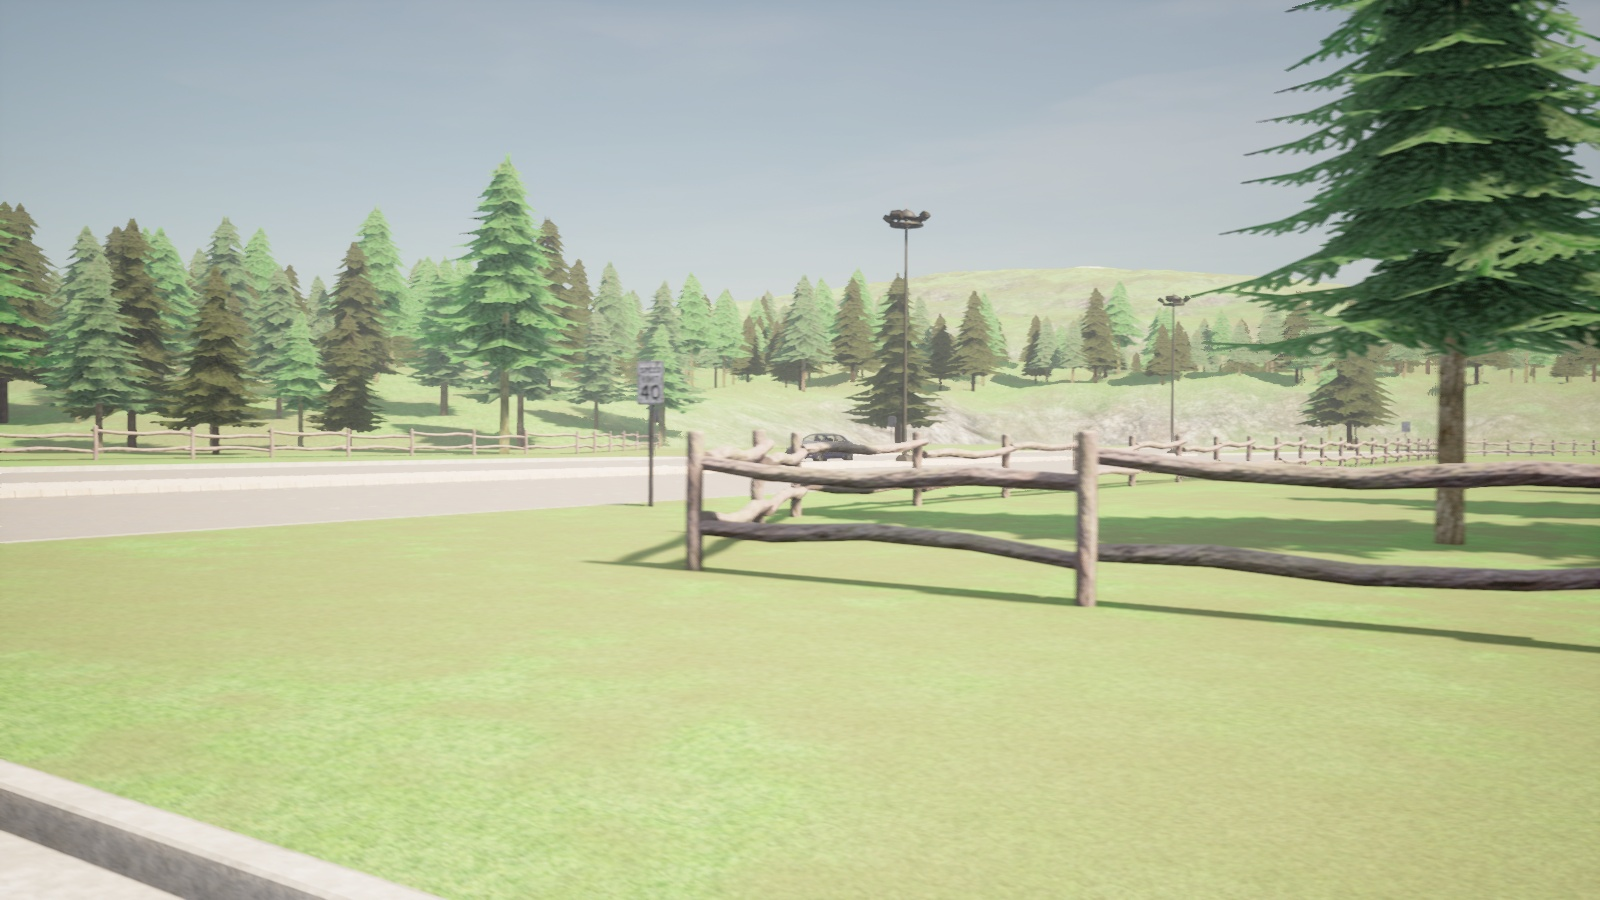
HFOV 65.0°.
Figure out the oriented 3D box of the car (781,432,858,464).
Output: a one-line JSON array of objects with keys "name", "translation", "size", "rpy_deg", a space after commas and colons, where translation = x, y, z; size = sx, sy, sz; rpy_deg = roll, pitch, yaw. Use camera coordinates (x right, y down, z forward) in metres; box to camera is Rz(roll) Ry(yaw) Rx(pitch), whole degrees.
[{"name": "car", "translation": [0.993, -0.112, 62.117], "size": [1.816, 1.474, 4.193], "rpy_deg": [0, 1, 34]}]
